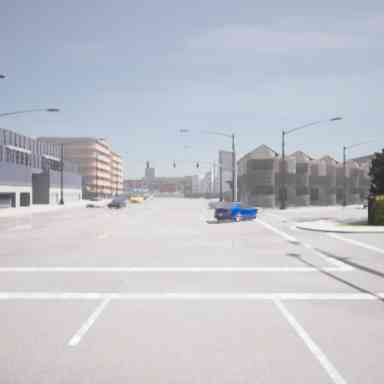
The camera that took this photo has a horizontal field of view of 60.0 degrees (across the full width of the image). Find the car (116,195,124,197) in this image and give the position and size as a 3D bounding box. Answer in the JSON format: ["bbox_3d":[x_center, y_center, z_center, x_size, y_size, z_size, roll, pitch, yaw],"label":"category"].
[{"bbox_3d":[-14.087,1.387,65.055,1.812,1.442,4.674,0,1,0],"label":"car"}]

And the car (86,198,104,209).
[{"bbox_3d":[-14.141,1.653,48.922,1.812,1.442,4.674,0,1,0],"label":"car"}]

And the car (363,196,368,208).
[{"bbox_3d":[29.694,1.642,54.135,2.150,2.045,5.566,0,-1,44],"label":"car"}]

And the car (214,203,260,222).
[{"bbox_3d":[3.787,1.629,27.455,1.882,1.535,5.008,0,-1,40],"label":"car"}]

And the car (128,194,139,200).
[{"bbox_3d":[-14.085,1.237,80.799,1.837,1.490,4.892,0,0,0],"label":"car"}]

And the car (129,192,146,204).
[{"bbox_3d":[-10.605,1.363,63.940,1.882,1.535,5.008,0,1,1],"label":"car"}]

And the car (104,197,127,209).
[{"bbox_3d":[-10.645,1.745,47.210,1.895,1.301,4.718,0,1,0],"label":"car"}]

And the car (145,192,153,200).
[{"bbox_3d":[-10.583,0.961,79.525,2.150,2.045,5.566,0,0,0],"label":"car"}]
